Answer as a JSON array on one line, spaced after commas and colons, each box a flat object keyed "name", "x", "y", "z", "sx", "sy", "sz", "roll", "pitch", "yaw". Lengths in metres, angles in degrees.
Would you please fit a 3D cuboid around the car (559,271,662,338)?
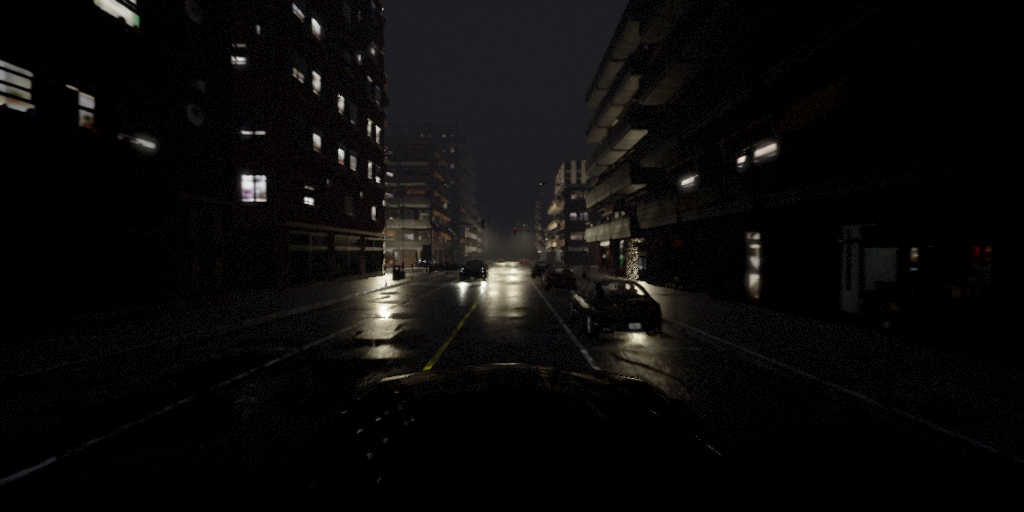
[{"name": "car", "x": 2.694, "y": 1.295, "z": 10.024, "sx": 2.007, "sy": 1.370, "sz": 4.403, "roll": 0, "pitch": 0, "yaw": 0}]

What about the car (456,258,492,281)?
[{"name": "car", "x": -3.057, "y": 1.087, "z": 29.782, "sx": 2.097, "sy": 1.767, "sz": 4.553, "roll": 0, "pitch": 0, "yaw": 0}]

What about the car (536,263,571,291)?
[{"name": "car", "x": 2.699, "y": 1.284, "z": 21.395, "sx": 1.888, "sy": 1.381, "sz": 4.507, "roll": 0, "pitch": 0, "yaw": 0}]

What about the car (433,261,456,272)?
[{"name": "car", "x": -8.314, "y": 1.387, "z": 48.428, "sx": 5.357, "sy": 1.411, "sz": 2.033, "roll": 0, "pitch": 1, "yaw": 0}]

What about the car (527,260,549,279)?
[{"name": "car", "x": 2.704, "y": 1.175, "z": 32.764, "sx": 1.967, "sy": 1.591, "sz": 4.097, "roll": 0, "pitch": 0, "yaw": 0}]
